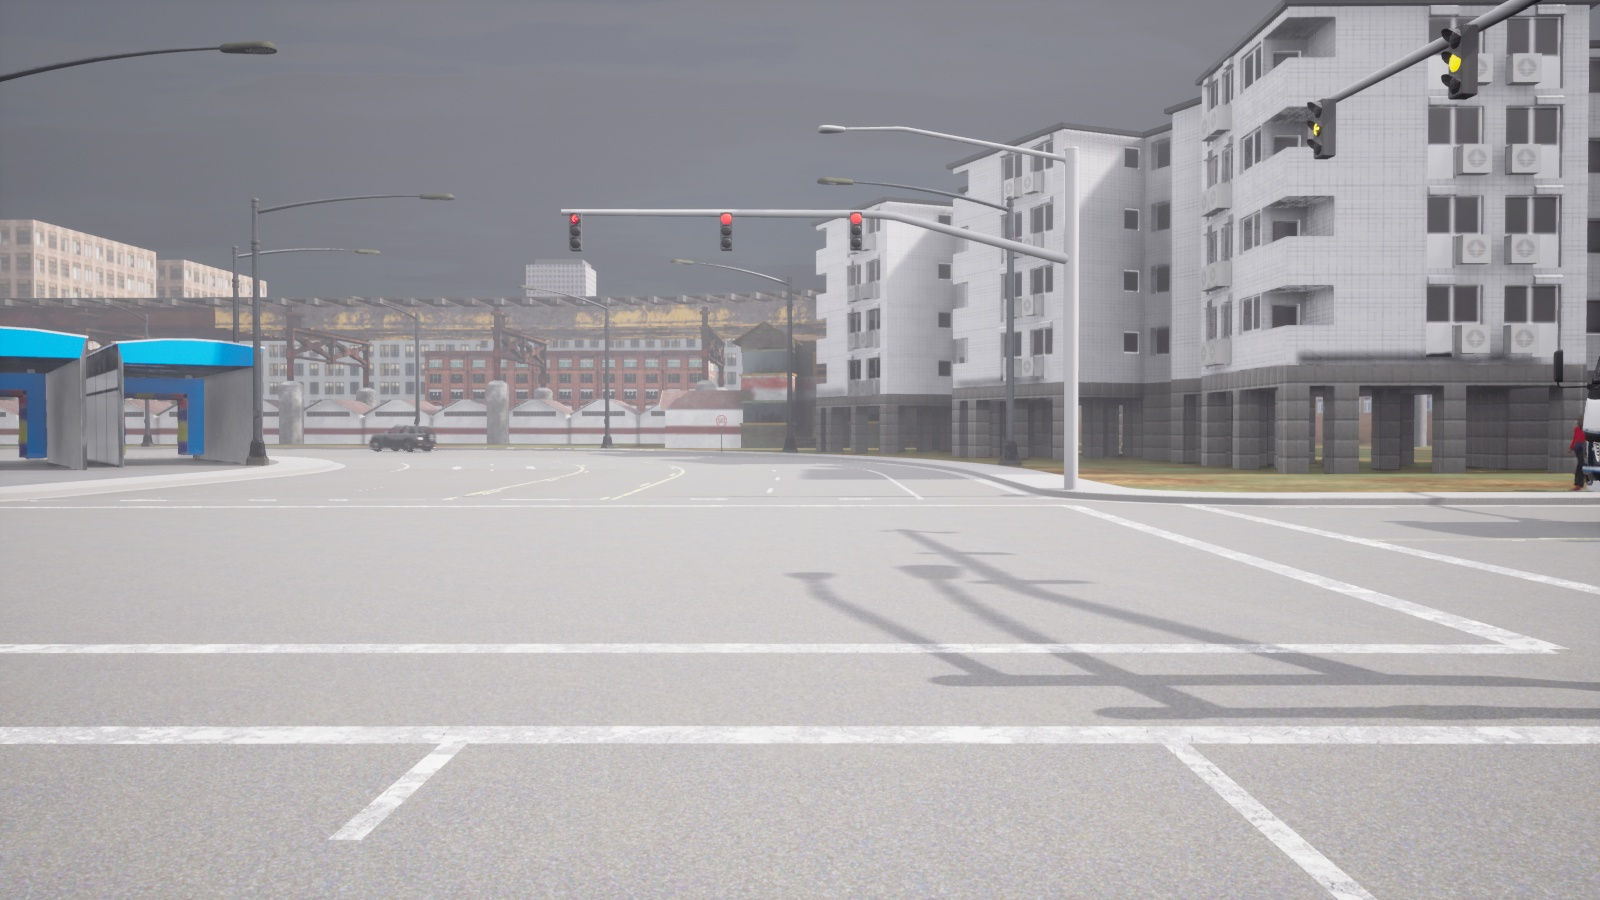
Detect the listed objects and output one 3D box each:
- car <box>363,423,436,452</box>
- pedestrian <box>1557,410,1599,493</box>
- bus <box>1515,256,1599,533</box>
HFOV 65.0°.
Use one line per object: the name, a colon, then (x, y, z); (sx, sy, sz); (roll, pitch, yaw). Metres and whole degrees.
car: (-26.659, -0.821, 83.571); (4.605, 1.855, 1.932); (1, 0, 26)
pedestrian: (17.570, 0.030, 28.064); (0.899, 1.844, 0.634); (0, 1, 0)
bus: (17.421, -0.860, 19.572); (10.273, 4.253, 3.944); (0, 1, -1)
